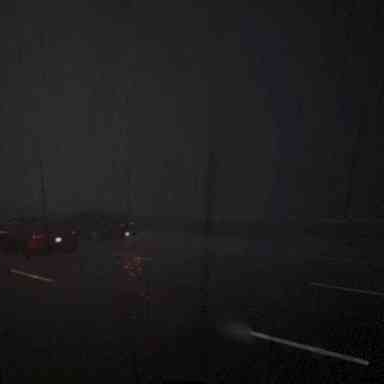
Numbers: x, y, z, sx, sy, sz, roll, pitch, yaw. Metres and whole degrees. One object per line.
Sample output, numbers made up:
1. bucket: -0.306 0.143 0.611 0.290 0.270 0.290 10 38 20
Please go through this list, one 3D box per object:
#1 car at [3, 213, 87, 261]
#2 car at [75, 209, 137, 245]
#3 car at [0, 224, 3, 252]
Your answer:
1. car: -6.298 1.645 12.782 4.181 1.385 1.994 0 0 36
2. car: -4.804 1.588 16.016 4.892 1.490 1.837 0 0 36
3. car: -7.873 1.626 9.609 5.357 1.411 2.033 0 0 36
